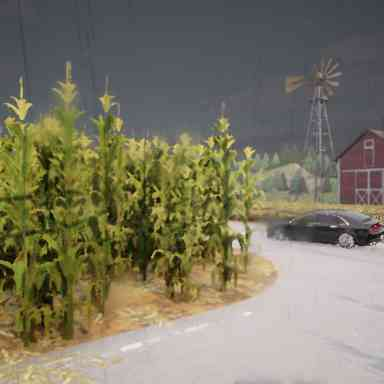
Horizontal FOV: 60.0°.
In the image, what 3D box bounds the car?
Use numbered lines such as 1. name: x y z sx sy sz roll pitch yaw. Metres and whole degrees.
1. car: 5.620 1.518 14.612 4.892 1.490 1.837 0 7 43
